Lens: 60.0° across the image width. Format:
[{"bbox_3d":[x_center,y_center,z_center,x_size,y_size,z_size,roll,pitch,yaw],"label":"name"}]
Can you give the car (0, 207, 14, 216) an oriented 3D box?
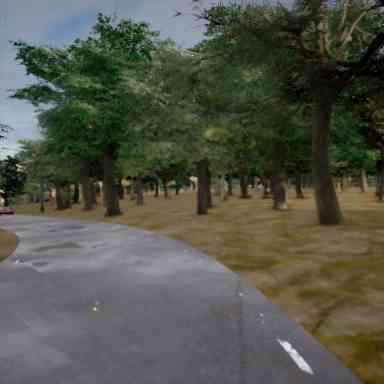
[{"bbox_3d":[-30.892,3.116,54.965,1.994,1.385,4.181,-3,0,-38],"label":"car"}]
